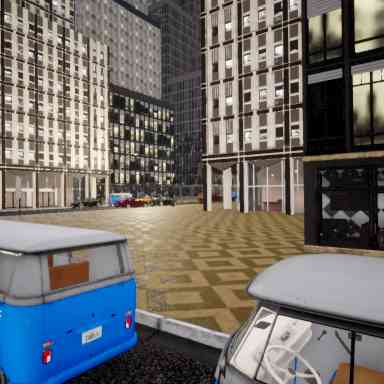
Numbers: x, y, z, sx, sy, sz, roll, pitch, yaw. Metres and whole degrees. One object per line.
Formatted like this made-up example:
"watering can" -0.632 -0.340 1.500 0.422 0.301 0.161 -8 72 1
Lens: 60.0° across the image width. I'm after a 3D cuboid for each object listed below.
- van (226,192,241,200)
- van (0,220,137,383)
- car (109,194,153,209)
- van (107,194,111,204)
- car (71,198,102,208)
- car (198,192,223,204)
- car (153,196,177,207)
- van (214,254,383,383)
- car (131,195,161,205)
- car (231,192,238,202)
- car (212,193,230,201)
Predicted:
"van" 9.507 0.872 75.670 1.690 1.788 3.998 0 0 36
"van" -2.607 1.342 4.753 3.998 1.788 1.690 0 -1 36
"car" -7.064 1.267 38.912 1.887 1.381 4.507 0 0 36
"van" -10.510 1.136 48.382 1.690 1.788 3.998 0 0 36
"car" -13.845 1.404 43.835 1.947 1.339 4.313 0 0 36
"car" 2.938 0.909 52.549 2.192 1.841 5.009 0 0 36
"car" -3.730 1.230 43.458 2.008 1.369 4.403 0 0 36
"van" 1.930 1.341 1.510 3.998 1.788 1.690 0 -1 36
"car" -7.273 1.279 52.793 1.752 1.417 4.829 0 0 36
"car" 6.275 1.101 57.096 2.008 1.369 4.403 0 0 36
"car" 6.172 1.017 71.122 1.967 1.590 4.097 0 0 36
